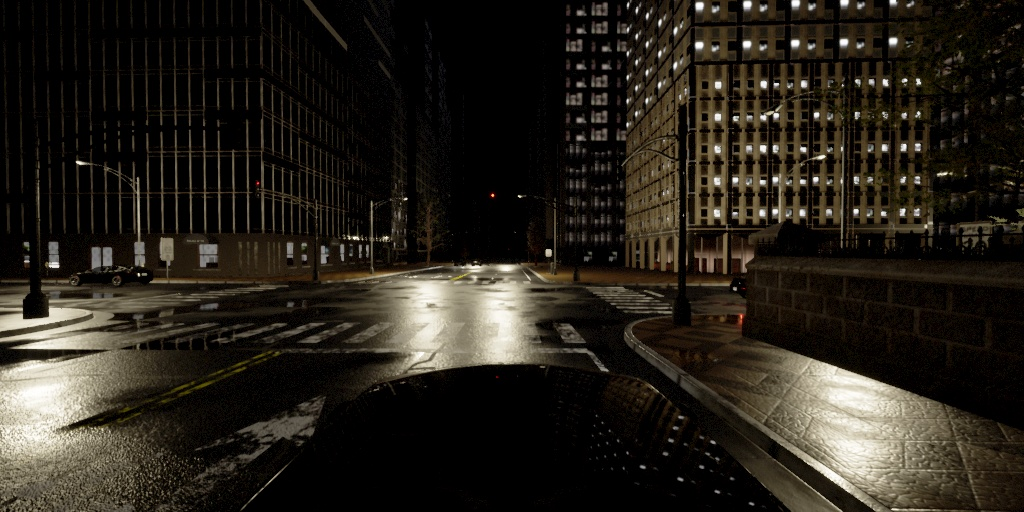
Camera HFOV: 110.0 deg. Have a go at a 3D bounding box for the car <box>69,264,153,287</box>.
[{"bbox_3d":[-25.602,1.208,23.007,4.313,1.339,1.948,0,0,2],"label":"car"}]

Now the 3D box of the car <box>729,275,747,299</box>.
[{"bbox_3d":[12.443,1.326,16.216,4.674,1.442,1.812,0,1,2],"label":"car"}]
